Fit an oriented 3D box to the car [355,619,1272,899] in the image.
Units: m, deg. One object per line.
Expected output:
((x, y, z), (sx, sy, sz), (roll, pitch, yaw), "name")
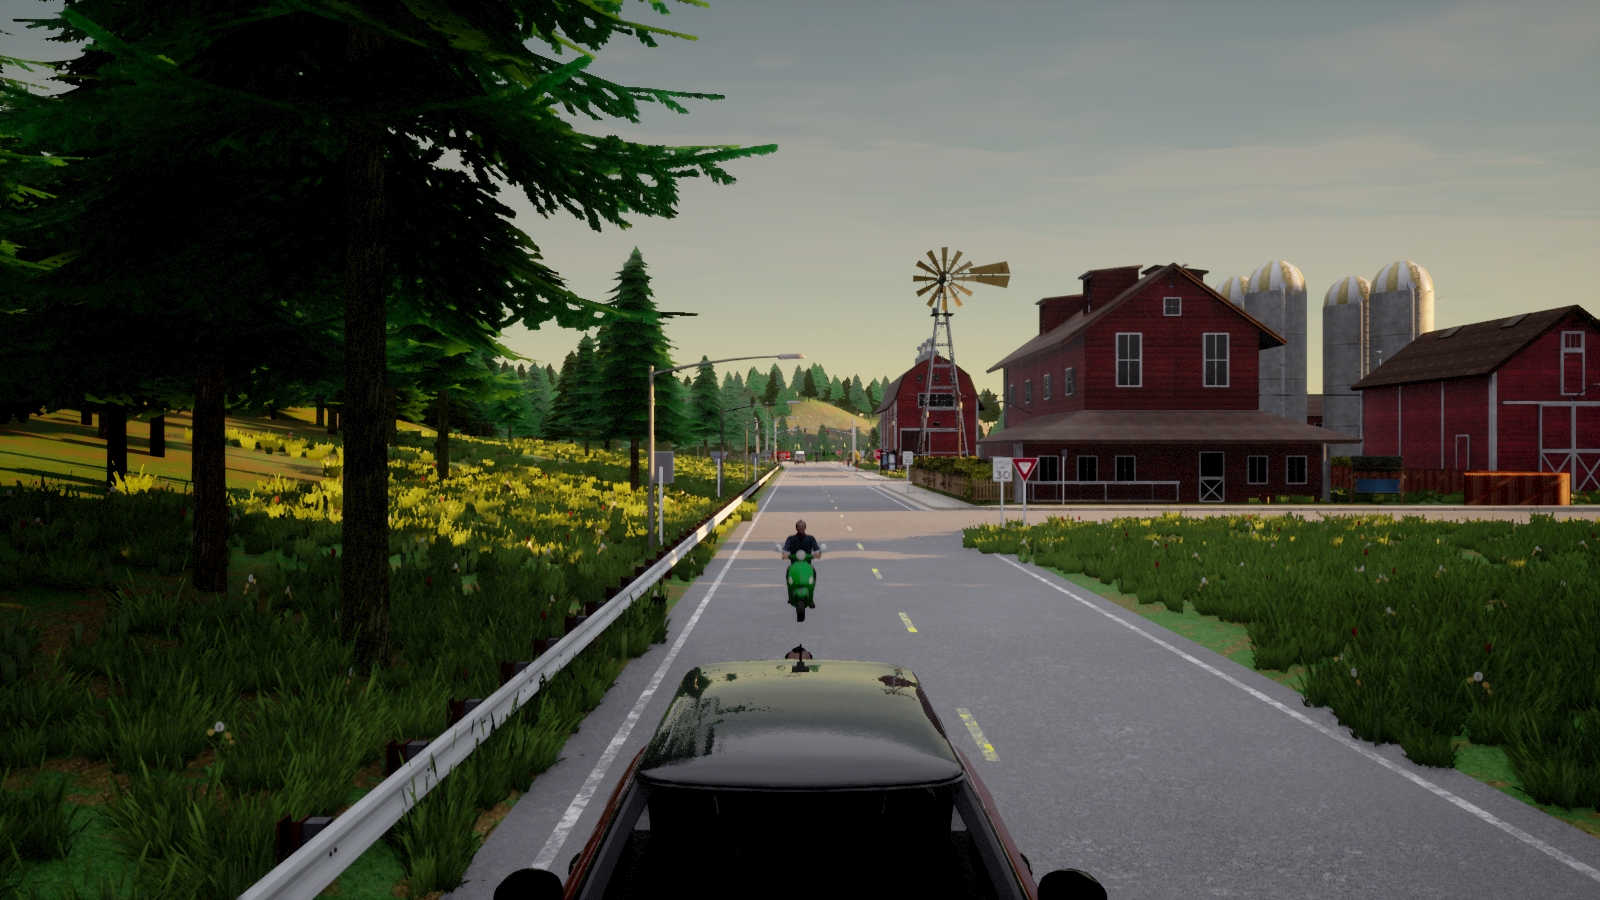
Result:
((0.032, 1.899, 4.503), (2.097, 1.767, 4.553), (0, 0, 0), "car")

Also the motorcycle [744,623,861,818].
((0.015, 2.230, 9.842), (0.867, 1.251, 2.209), (-1, -3, 0), "motorcycle")
